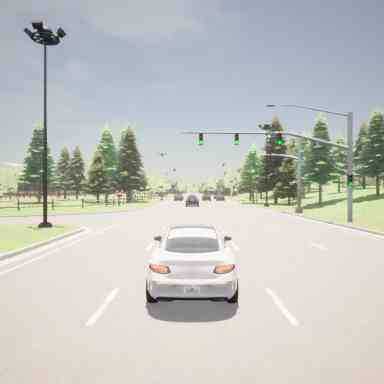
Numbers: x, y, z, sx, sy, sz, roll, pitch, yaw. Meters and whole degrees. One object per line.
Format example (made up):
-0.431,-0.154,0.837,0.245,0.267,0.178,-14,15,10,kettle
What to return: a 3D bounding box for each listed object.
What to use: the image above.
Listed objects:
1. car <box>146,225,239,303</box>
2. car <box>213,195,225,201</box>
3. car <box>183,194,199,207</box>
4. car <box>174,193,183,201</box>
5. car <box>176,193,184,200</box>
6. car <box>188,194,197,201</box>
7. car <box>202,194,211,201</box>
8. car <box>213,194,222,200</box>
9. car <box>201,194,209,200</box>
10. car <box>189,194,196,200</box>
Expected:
0.015,1.526,8.065,1.812,1.442,4.674,0,0,0,car
7.094,1.517,82.573,2.128,1.511,4.902,0,0,0,car
0.059,1.352,51.938,2.097,1.767,4.553,0,0,0,car
-3.405,1.544,82.969,1.994,1.385,4.181,0,0,0,car
-3.394,1.188,92.975,2.097,1.767,4.553,0,0,0,car
0.095,1.348,82.968,2.097,1.767,4.553,0,0,0,car
3.595,1.348,82.964,2.097,1.767,4.553,0,0,0,car
7.106,1.385,92.993,1.994,1.385,4.181,0,0,0,car
3.606,1.372,92.997,2.033,1.411,5.357,0,0,0,car
0.106,1.332,93.001,1.837,1.490,4.892,0,0,0,car
